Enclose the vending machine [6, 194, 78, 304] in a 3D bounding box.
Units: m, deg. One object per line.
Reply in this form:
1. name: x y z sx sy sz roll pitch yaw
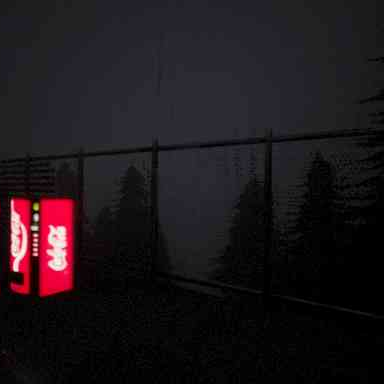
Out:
1. vending machine: -3.194 1.100 7.127 0.880 2.100 1.100 1 1 35
